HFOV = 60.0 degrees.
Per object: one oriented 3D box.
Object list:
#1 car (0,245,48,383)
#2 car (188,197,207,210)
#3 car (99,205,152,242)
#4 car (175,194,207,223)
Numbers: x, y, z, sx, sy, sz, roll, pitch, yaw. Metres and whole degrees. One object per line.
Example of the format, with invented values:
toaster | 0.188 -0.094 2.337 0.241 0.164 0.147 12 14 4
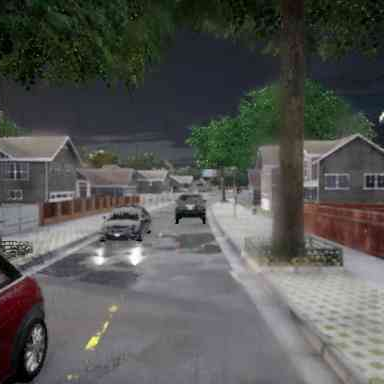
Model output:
car | -2.888 1.350 2.364 2.097 1.767 4.553 0 0 0
car | 0.788 1.385 42.875 2.128 1.511 4.902 0 0 4
car | -3.058 1.453 16.026 1.837 1.490 4.892 0 1 0
car | -0.055 1.143 24.533 2.150 2.045 5.566 0 0 1
